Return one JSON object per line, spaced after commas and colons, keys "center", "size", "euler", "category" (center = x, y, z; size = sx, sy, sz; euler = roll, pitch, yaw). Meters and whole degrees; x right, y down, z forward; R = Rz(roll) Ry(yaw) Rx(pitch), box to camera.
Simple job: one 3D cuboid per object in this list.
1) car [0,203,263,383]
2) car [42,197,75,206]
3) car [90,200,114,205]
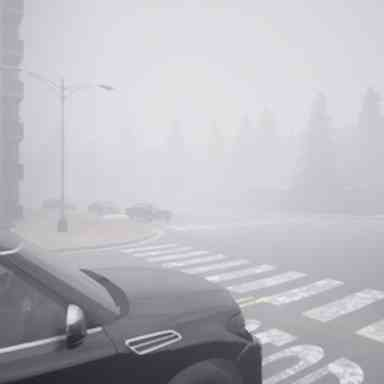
{"center": [-1.983, 1.222, 2.332], "size": [5.566, 2.045, 2.150], "euler": [0, 0, -35], "category": "car"}
{"center": [-16.148, 1.447, 40.322], "size": [4.892, 1.490, 1.837], "euler": [0, 0, 33], "category": "car"}
{"center": [-8.783, 1.506, 33.023], "size": [1.994, 1.385, 4.181], "euler": [0, 0, -39], "category": "car"}
